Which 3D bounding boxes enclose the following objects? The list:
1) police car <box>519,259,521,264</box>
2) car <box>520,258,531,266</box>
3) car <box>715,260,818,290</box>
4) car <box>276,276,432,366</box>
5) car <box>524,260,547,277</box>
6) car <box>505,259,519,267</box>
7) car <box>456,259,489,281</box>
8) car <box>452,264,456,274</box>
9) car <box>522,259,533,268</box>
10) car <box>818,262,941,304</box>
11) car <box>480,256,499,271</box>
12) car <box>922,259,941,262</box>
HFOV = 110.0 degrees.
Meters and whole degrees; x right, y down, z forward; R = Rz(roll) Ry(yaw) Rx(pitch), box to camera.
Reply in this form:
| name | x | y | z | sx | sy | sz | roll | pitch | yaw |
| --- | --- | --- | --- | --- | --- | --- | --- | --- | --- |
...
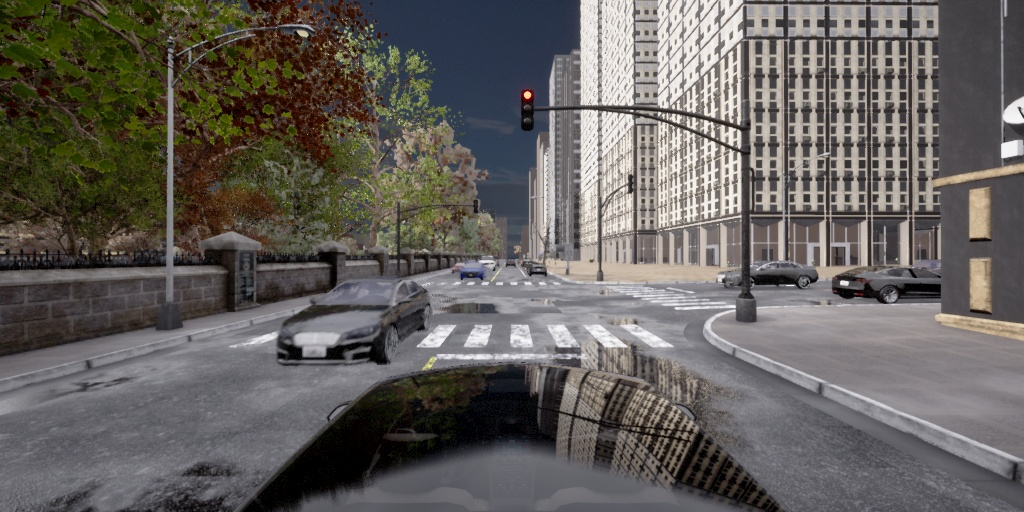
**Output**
| name | x | y | z | sx | sy | sz | roll | pitch | yaw |
| --- | --- | --- | --- | --- | --- | --- | --- | --- | --- |
| police car | 2.824 | 1.216 | 64.501 | 1.930 | 1.638 | 5.238 | 0 | 0 | 0 |
| car | 2.465 | 1.338 | 47.342 | 1.948 | 1.339 | 4.313 | 0 | 0 | 0 |
| car | 13.656 | 0.992 | 19.349 | 4.902 | 1.511 | 2.128 | -1 | 0 | 0 |
| car | -3.128 | 1.242 | 8.105 | 2.128 | 1.511 | 4.902 | 0 | 0 | 0 |
| car | 2.521 | 1.329 | 36.077 | 1.948 | 1.339 | 4.313 | 0 | 0 | 0 |
| car | -0.213 | 1.297 | 65.109 | 1.837 | 1.490 | 4.892 | 0 | 0 | 0 |
| car | -3.240 | 1.238 | 30.479 | 1.882 | 1.535 | 5.008 | 0 | 0 | 0 |
| car | -5.888 | 1.349 | 41.667 | 1.802 | 1.307 | 4.207 | 0 | 0 | 0 |
| car | 2.493 | 1.333 | 41.709 | 1.948 | 1.339 | 4.313 | 0 | 0 | 0 |
| car | 14.630 | 1.026 | 13.555 | 4.313 | 1.339 | 1.948 | 0 | 0 | -1 |
| car | -3.326 | 0.996 | 48.235 | 2.150 | 2.045 | 5.566 | 0 | 0 | 0 |
| car | 23.474 | 0.881 | 19.442 | 5.357 | 1.411 | 2.033 | -1 | 0 | -1 |
